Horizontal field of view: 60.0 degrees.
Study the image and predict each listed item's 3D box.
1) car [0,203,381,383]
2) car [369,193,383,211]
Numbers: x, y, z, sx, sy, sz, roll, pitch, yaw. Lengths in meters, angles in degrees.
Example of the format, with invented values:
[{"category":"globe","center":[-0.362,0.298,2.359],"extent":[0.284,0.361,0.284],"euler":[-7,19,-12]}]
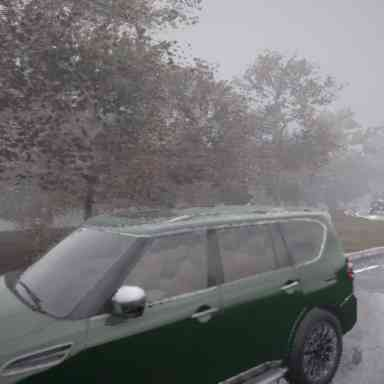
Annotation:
[{"category":"car","center":[-0.407,1.217,3.698],"extent":[5.566,2.045,2.150],"euler":[0,0,-35]},{"category":"car","center":[19.402,1.123,33.590],"extent":[2.150,2.045,5.566],"euler":[-1,0,34]}]
